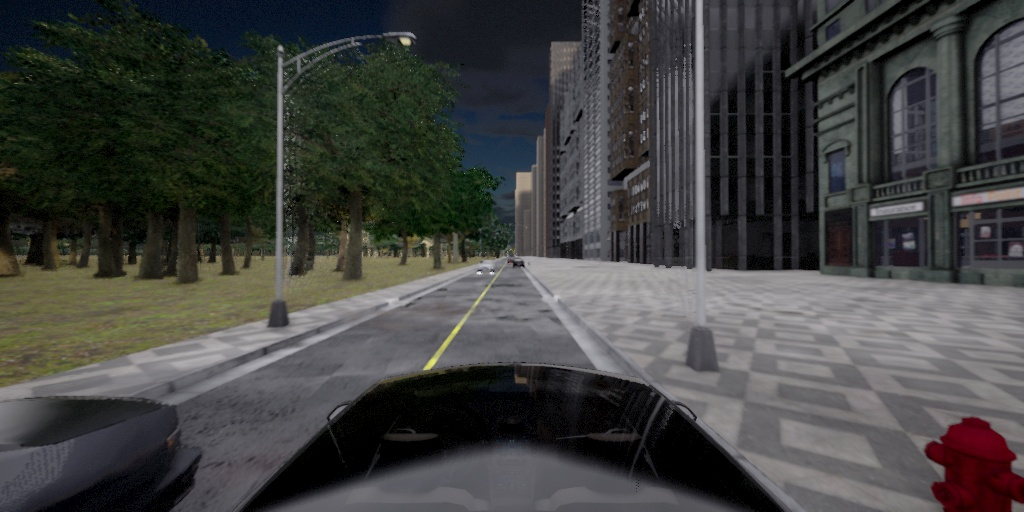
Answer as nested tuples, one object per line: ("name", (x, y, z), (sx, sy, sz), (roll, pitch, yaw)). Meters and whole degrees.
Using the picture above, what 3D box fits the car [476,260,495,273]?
("car", (-3.072, 1.218, 43.109), (1.812, 1.442, 4.674), (0, 0, 0))

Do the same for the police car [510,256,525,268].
("police car", (1.061, 1.076, 57.230), (1.930, 1.638, 5.238), (0, 0, 0))
